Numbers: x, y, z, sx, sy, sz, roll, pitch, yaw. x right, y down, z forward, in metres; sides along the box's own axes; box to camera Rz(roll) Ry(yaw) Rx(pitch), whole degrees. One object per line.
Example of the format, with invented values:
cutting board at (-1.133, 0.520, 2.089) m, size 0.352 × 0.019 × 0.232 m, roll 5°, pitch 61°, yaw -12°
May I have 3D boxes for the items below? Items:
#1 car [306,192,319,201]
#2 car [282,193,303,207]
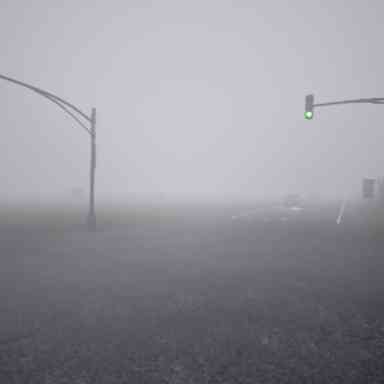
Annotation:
car at (21.578, 0.736, 59.255) m, size 2.033 × 1.411 × 5.357 m, roll 1°, pitch 1°, yaw 25°
car at (11.754, 0.951, 38.760) m, size 1.837 × 1.490 × 4.892 m, roll 1°, pitch 1°, yaw 25°
